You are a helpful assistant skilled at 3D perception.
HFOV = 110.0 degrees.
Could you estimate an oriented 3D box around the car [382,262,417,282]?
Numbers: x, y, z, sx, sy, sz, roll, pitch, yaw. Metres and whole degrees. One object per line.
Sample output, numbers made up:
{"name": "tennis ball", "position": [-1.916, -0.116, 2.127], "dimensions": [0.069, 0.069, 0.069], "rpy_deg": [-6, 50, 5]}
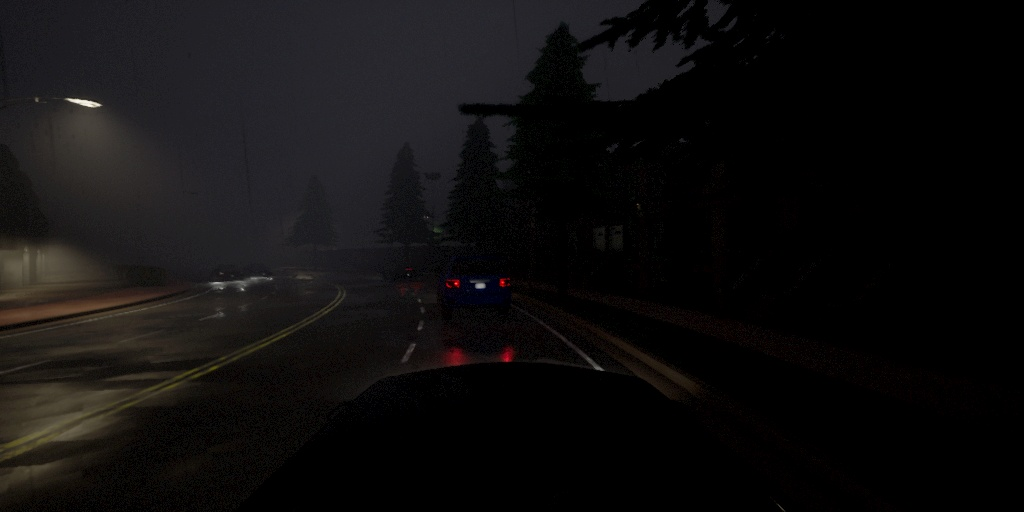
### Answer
{"name": "car", "position": [-9.575, 1.293, 30.277], "dimensions": [2.128, 1.511, 4.902], "rpy_deg": [-1, 0, -35]}

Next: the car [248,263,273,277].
{"name": "car", "position": [-27.284, 1.493, 38.301], "dimensions": [5.357, 1.411, 2.033], "rpy_deg": [0, 0, 41]}

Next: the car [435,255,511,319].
{"name": "car", "position": [-1.556, 0.975, 13.173], "dimensions": [2.150, 2.045, 5.566], "rpy_deg": [0, 0, -14]}

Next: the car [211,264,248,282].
{"name": "car", "position": [-25.365, 1.460, 31.917], "dimensions": [4.674, 1.442, 1.812], "rpy_deg": [0, 0, 42]}
